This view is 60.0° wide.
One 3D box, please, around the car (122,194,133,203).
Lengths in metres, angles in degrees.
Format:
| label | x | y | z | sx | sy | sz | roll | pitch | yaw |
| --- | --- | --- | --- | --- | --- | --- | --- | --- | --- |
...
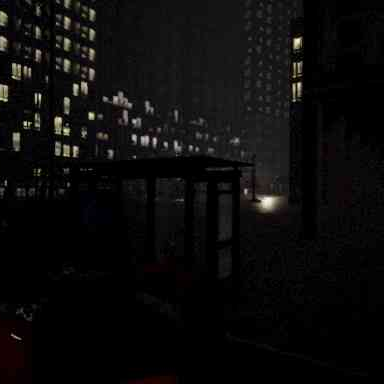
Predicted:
| label | x | y | z | sx | sy | sz | roll | pitch | yaw |
| --- | --- | --- | --- | --- | --- | --- | --- | --- | --- |
| car | -10.431 | 0.899 | 47.215 | 1.994 | 1.385 | 4.181 | 1 | 1 | 35 |

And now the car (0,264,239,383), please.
| label | x | y | z | sx | sy | sz | roll | pitch | yaw |
| --- | --- | --- | --- | --- | --- | --- | --- | --- | --- |
| car | -1.477 | 1.574 | 4.057 | 4.206 | 1.307 | 1.802 | 0 | 1 | 36 |
